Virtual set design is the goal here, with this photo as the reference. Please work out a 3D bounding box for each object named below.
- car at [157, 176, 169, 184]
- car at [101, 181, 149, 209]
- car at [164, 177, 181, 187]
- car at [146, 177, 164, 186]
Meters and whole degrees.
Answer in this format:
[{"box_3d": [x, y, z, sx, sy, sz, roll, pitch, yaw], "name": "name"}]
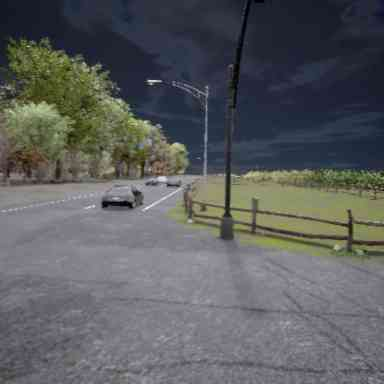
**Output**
[{"box_3d": [-5.824, -2.366, 66.608, 1.812, 1.442, 4.674, 1, 3, 3], "name": "car"}, {"box_3d": [-4.341, 0.237, 21.451, 1.994, 1.385, 4.181, 1, 3, 3], "name": "car"}, {"box_3d": [-2.866, -1.492, 52.880, 1.994, 1.385, 4.181, 1, 3, 3], "name": "car"}, {"box_3d": [-6.347, -1.617, 54.402, 1.895, 1.301, 4.718, 1, 3, 3], "name": "car"}]
